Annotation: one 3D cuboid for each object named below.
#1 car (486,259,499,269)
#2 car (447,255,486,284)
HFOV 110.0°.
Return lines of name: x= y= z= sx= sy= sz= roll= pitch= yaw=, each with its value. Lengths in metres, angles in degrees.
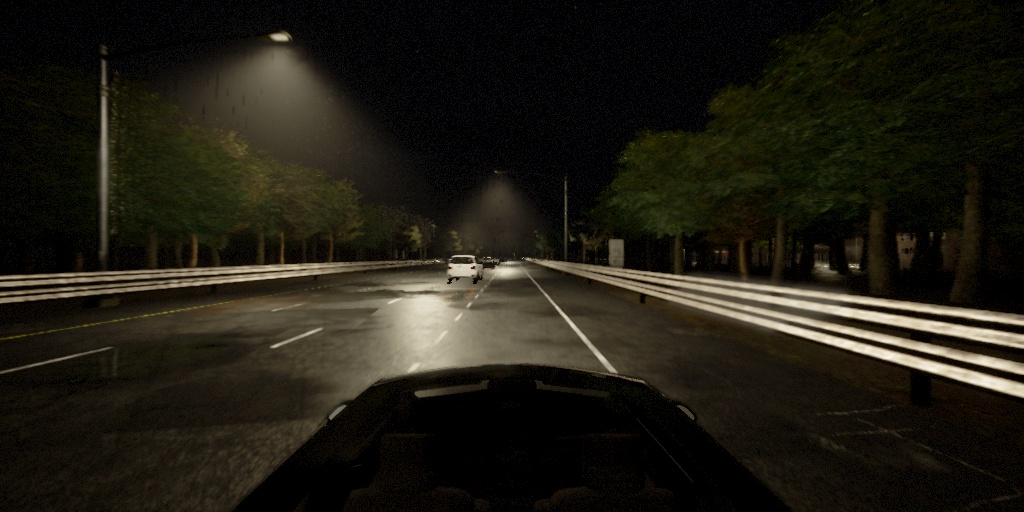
car: x=-3.490 y=1.270 z=55.363 sx=2.128 sy=1.511 sz=4.902 roll=0 pitch=0 yaw=0
car: x=-3.497 y=0.980 z=27.341 sx=2.150 sy=2.045 sz=5.566 roll=0 pitch=0 yaw=0
